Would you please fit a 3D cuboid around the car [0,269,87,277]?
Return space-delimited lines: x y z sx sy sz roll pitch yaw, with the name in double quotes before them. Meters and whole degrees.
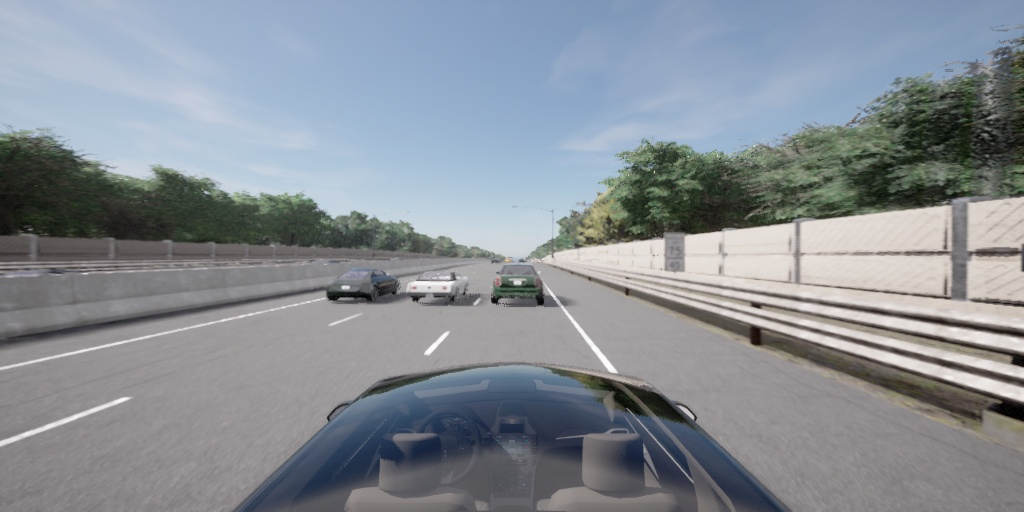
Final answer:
"car" -17.407 1.183 13.113 1.994 1.385 4.181 0 0 2

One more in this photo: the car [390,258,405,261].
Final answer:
"car" -16.286 1.087 50.849 1.837 1.490 4.892 0 0 2

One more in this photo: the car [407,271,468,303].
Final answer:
"car" -3.217 1.314 16.531 1.895 1.301 4.718 0 0 2

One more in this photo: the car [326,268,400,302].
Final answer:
"car" -6.715 1.253 16.599 1.994 1.385 4.181 0 0 2

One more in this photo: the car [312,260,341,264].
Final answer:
"car" -16.855 1.076 32.292 1.882 1.535 5.008 0 0 2

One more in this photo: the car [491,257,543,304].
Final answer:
"car" 0.282 1.090 16.367 2.097 1.767 4.553 0 0 2
